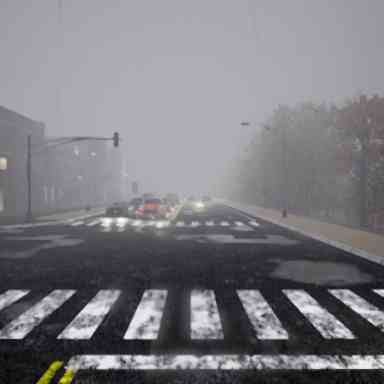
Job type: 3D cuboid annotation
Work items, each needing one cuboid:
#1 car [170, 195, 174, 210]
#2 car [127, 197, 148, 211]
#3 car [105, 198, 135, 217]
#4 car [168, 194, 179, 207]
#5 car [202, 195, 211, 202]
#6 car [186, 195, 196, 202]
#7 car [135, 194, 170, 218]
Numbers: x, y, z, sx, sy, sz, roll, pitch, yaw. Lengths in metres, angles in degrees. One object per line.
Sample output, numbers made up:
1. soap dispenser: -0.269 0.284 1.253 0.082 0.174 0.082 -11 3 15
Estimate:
1. car: -3.399 1.454 38.106 1.837 1.490 4.892 0 0 0
2. car: -6.654 1.451 41.145 1.837 1.490 4.892 0 0 0
3. car: -6.627 1.523 30.750 1.994 1.385 4.181 0 0 0
4. car: -3.419 1.428 48.368 2.128 1.511 4.902 0 0 0
5. car: 3.099 1.386 71.542 1.882 1.535 5.008 0 0 0
6. car: -0.150 1.432 71.740 1.812 1.442 4.674 0 0 0
7. car: -3.374 1.313 29.234 2.097 1.767 4.553 0 0 0
